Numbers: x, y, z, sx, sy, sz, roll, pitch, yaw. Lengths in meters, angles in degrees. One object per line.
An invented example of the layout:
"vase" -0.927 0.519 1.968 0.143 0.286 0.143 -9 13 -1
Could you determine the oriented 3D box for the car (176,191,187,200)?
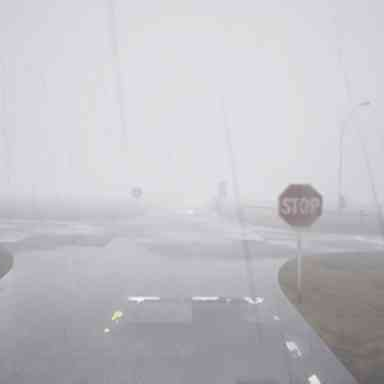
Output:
"car" -2.059 0.629 67.523 2.097 1.767 4.553 0 1 1
